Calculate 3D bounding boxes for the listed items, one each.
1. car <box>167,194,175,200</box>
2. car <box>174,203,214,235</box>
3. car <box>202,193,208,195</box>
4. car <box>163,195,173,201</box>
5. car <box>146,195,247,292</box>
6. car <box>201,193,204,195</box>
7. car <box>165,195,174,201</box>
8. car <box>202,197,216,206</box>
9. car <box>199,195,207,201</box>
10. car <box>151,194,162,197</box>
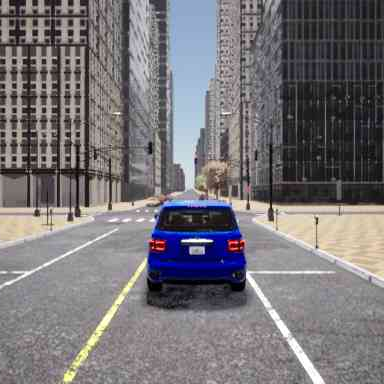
[{"bbox_3d":[-5.683,1.390,89.995,2.008,1.369,4.403,0,0,0],"label":"car"},{"bbox_3d":[0.096,1.481,19.822,2.128,1.511,4.902,0,0,0],"label":"car"},{"bbox_3d":[2.826,1.388,50.263,1.967,1.590,4.097,0,0,0],"label":"car"},{"bbox_3d":[-5.684,1.420,78.644,1.887,1.381,4.507,0,0,0],"label":"car"},{"bbox_3d":[0.099,1.218,9.093,2.150,2.045,5.566,0,0,0],"label":"car"},{"bbox_3d":[2.698,1.207,72.964,2.192,1.841,5.009,0,0,0],"label":"car"},{"bbox_3d":[-5.683,1.409,84.320,2.008,1.369,4.403,0,0,0],"label":"car"},{"bbox_3d":[2.795,1.487,55.942,2.008,1.369,4.403,0,0,0],"label":"car"},{"bbox_3d":[2.697,1.403,84.313,1.887,1.381,4.507,0,0,0],"label":"car"},{"bbox_3d":[-5.814,1.474,50.094,1.752,1.417,4.829,0,0,0],"label":"car"}]
